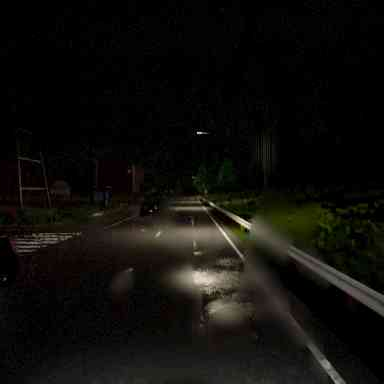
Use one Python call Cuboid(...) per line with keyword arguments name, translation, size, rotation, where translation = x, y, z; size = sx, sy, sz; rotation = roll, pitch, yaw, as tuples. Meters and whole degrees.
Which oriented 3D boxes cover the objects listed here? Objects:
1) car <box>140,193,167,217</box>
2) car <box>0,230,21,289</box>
Cuboid(name="car", translation=(-3.566, 1.215, 31.644), size=(2.150, 2.045, 5.566), rotation=(0, 2, 0))
Cuboid(name="car", translation=(-6.256, 1.300, 7.004), size=(2.097, 1.767, 4.553), rotation=(1, 0, 40))
